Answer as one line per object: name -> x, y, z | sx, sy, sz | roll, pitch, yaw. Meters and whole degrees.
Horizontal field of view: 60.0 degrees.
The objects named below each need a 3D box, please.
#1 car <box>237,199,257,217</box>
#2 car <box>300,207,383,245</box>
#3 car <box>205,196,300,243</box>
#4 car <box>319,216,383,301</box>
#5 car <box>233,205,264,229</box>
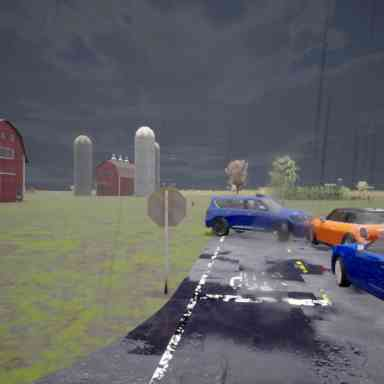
car -> 5.439, 1.502, 33.032 | 1.837, 1.490, 4.892 | 0, 0, 9
car -> 6.138, 1.363, 12.697 | 2.097, 1.767, 4.553 | 0, 0, -3
car -> 3.246, 1.217, 16.592 | 5.566, 2.045, 2.150 | 0, 0, 38
car -> 4.474, 1.480, 6.321 | 1.882, 1.535, 5.008 | 0, 0, -3
car -> 3.810, 1.601, 22.721 | 1.895, 1.301, 4.718 | 0, 0, 9
